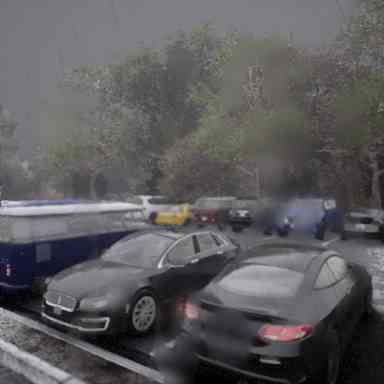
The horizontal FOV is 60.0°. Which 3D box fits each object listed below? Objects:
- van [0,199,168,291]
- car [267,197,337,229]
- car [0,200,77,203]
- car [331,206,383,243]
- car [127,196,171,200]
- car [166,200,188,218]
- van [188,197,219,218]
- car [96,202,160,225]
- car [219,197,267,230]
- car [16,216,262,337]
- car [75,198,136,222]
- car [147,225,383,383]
[{"bbox_3d":[-2.857,1.316,8.752,1.878,1.987,4.442,0,0,35],"label":"van"},{"bbox_3d":[6.424,1.286,18.022,2.435,2.045,5.566,0,0,35],"label":"car"},{"bbox_3d":[-5.223,1.293,10.257,2.435,2.045,5.566,0,0,35],"label":"car"},{"bbox_3d":[8.719,1.558,16.460,2.163,1.488,4.792,0,0,35],"label":"car"},{"bbox_3d":[-2.590,1.300,24.506,2.435,2.045,5.566,0,0,35],"label":"car"},{"bbox_3d":[-0.236,1.546,23.025,1.946,1.575,5.366,0,0,35],"label":"car"},{"bbox_3d":[1.984,1.321,21.360,1.878,1.987,4.442,0,0,35],"label":"van"},{"bbox_3d":[-4.884,1.583,26.069,2.163,1.488,4.792,0,0,35],"label":"car"},{"bbox_3d":[4.195,1.293,19.679,2.435,2.045,5.566,0,0,35],"label":"car"},{"bbox_3d":[-0.633,1.534,7.034,2.231,1.521,4.892,0,0,35],"label":"car"},{"bbox_3d":[-7.113,1.430,27.727,2.185,1.767,4.553,0,0,35],"label":"car"},{"bbox_3d":[1.646,1.564,5.401,2.002,1.452,4.674,0,0,35],"label":"car"}]
